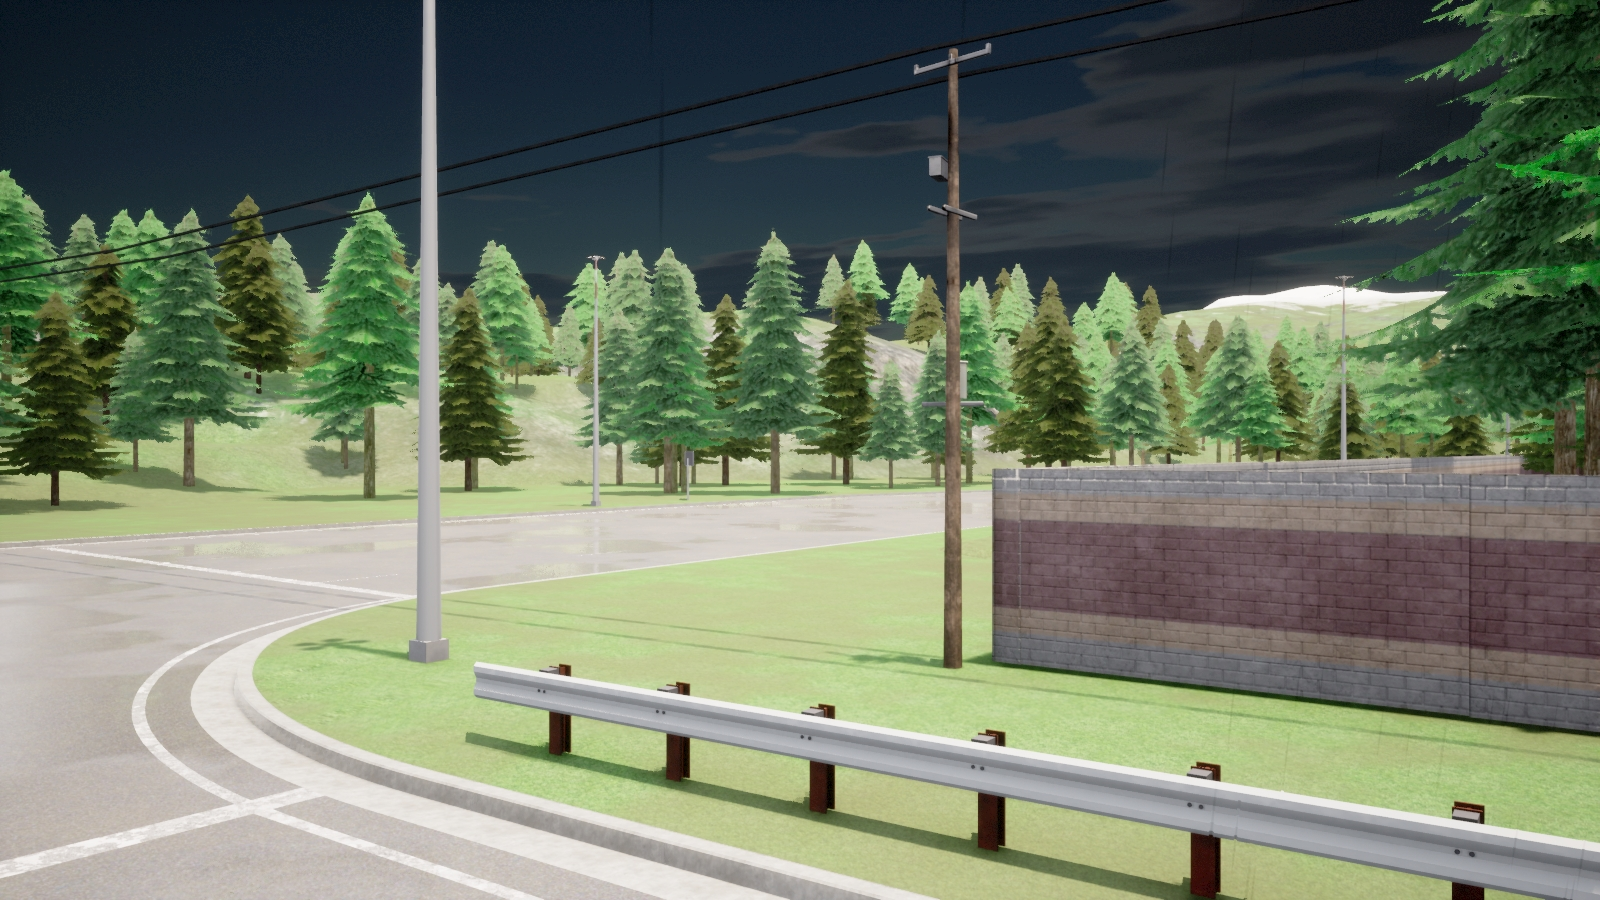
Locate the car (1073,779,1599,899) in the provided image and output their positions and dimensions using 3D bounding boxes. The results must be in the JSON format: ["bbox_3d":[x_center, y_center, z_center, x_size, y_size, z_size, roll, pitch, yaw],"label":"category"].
[{"bbox_3d":[3.010,1.982,1.681,5.238,1.638,2.097,0,0,35],"label":"car"}]
